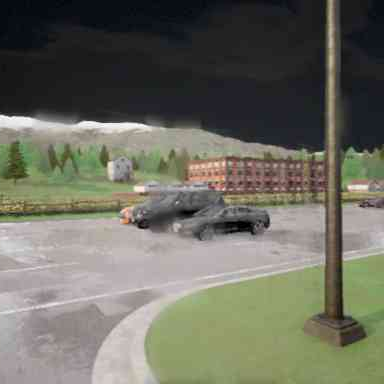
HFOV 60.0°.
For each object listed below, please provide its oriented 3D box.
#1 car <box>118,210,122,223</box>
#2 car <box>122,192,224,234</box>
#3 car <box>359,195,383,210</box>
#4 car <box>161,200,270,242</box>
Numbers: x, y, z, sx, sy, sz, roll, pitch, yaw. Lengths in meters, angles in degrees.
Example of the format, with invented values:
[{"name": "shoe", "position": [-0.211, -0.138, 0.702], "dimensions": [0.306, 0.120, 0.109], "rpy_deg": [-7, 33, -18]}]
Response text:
[{"name": "car", "position": [-2.365, 1.140, 21.175], "dimensions": [4.553, 1.767, 2.097], "rpy_deg": [-1, 1, -31]}, {"name": "car", "position": [-0.605, 1.028, 18.148], "dimensions": [5.566, 2.045, 2.150], "rpy_deg": [-1, 1, -31]}, {"name": "car", "position": [19.085, 1.043, 34.236], "dimensions": [4.181, 1.385, 1.994], "rpy_deg": [-1, 1, -31]}, {"name": "car", "position": [1.396, 1.313, 15.271], "dimensions": [4.902, 1.511, 2.128], "rpy_deg": [-1, 1, -31]}]
